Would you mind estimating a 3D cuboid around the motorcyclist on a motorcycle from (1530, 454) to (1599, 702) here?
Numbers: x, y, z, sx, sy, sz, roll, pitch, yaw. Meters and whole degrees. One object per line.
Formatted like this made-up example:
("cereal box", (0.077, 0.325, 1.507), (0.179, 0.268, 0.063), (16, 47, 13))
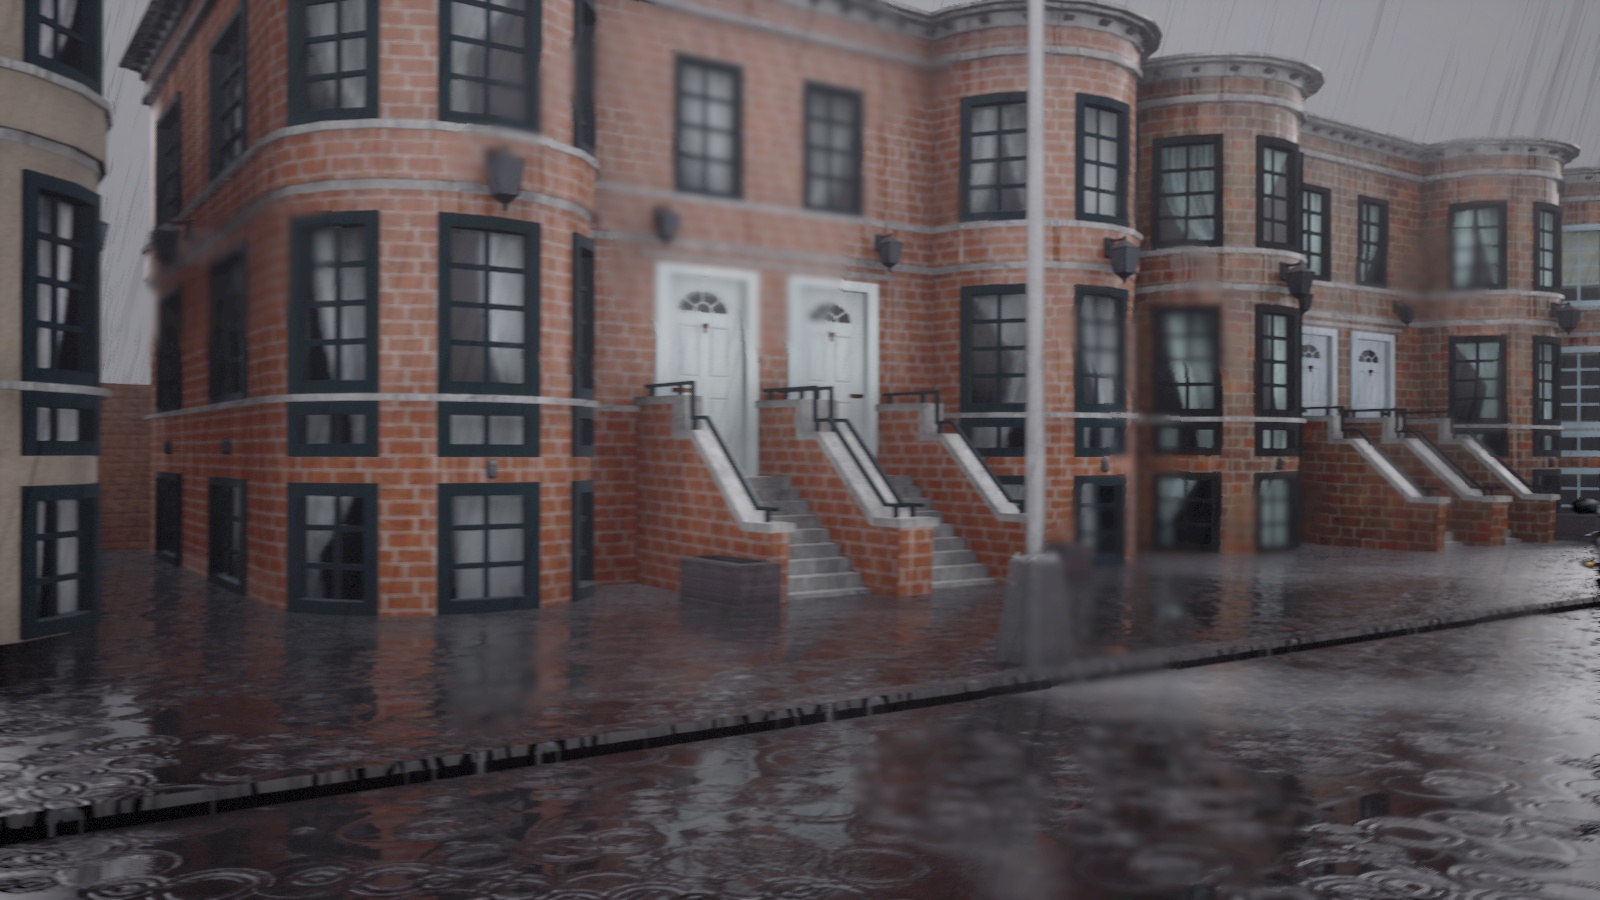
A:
("motorcyclist on a motorcycle", (5.839, 0.788, 8.333), (2.191, 1.530, 0.866), (0, 0, -35))
